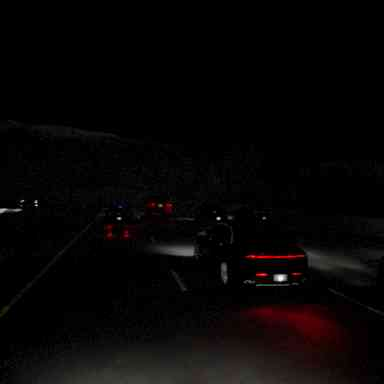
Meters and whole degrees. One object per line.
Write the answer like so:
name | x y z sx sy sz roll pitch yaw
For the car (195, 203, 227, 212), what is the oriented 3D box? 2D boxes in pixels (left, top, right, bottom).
car | 1.426 1.664 26.371 1.837 1.490 4.892 2 -1 -12

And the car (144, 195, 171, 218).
car | -3.339 1.322 32.145 2.150 2.045 5.566 2 -1 -12

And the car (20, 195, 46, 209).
car | -19.728 1.151 41.483 2.097 1.767 4.553 2 -1 -11

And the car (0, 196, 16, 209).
car | -23.155 1.211 40.753 1.837 1.490 4.892 2 -1 -11

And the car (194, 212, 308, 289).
car | 1.381 1.554 9.387 1.837 1.490 4.892 2 0 -12

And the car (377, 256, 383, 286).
car | 5.656 1.649 6.008 2.128 1.511 4.902 2 0 -12

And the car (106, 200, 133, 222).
car | -5.540 1.574 25.491 1.895 1.301 4.718 2 -1 -12

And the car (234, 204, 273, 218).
car | 4.861 1.745 27.042 2.128 1.511 4.902 2 -1 -12
